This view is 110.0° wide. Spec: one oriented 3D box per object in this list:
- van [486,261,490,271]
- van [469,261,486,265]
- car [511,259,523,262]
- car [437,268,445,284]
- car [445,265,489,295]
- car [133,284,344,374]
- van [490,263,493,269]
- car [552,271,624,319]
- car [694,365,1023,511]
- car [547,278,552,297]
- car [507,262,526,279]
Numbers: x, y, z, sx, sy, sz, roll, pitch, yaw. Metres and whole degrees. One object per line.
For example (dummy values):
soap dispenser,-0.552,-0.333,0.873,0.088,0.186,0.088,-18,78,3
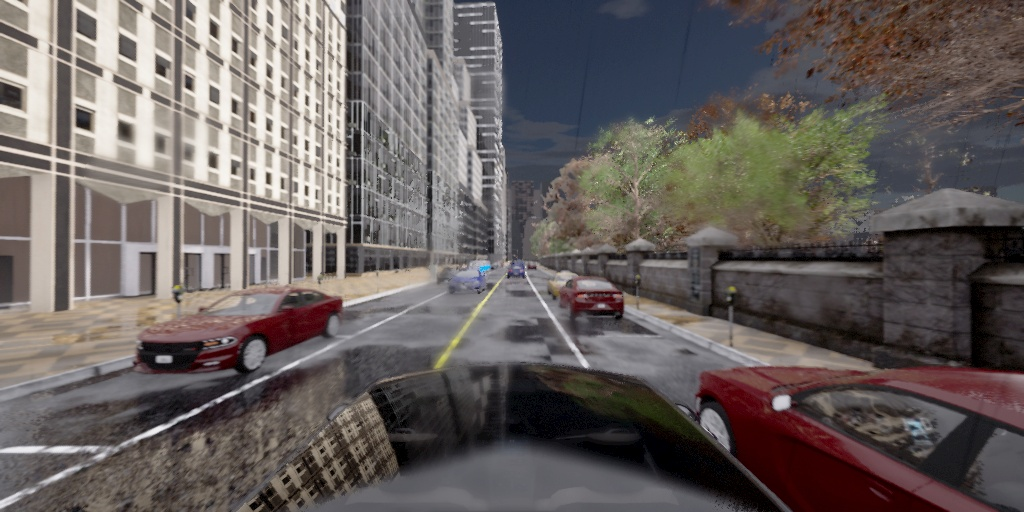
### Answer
van,-4.648,1.624,52.732,1.690,1.789,3.998,0,0,1
van,-4.786,1.564,47.098,1.690,1.789,3.998,0,0,1
car,0.803,1.518,53.771,2.150,2.045,5.566,0,0,1
car,-5.103,1.611,30.217,1.948,1.339,4.313,0,0,1
car,-2.639,1.491,22.132,1.812,1.442,4.674,0,-1,1
car,-5.304,1.356,7.715,1.888,1.381,4.507,0,0,0
van,-4.499,1.684,58.358,1.690,1.789,3.998,0,0,1
car,2.747,1.414,13.169,1.888,1.381,4.507,0,0,0
car,2.709,1.297,1.888,1.888,1.381,4.507,0,0,0
car,2.792,1.453,18.979,1.751,1.417,4.829,0,0,1
car,0.458,1.664,38.944,1.812,1.442,4.674,0,-1,1
